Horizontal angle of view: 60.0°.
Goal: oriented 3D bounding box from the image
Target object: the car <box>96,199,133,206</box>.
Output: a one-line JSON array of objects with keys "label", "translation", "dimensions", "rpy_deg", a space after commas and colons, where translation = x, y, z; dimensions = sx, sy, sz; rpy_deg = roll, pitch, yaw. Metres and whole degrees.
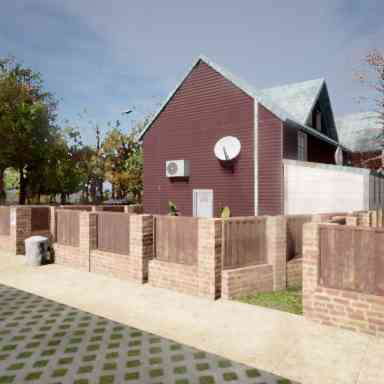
[{"label": "car", "translation": [-8.999, 1.596, 38.754], "dimensions": [2.128, 1.511, 4.902], "rpy_deg": [0, 0, 36]}]
